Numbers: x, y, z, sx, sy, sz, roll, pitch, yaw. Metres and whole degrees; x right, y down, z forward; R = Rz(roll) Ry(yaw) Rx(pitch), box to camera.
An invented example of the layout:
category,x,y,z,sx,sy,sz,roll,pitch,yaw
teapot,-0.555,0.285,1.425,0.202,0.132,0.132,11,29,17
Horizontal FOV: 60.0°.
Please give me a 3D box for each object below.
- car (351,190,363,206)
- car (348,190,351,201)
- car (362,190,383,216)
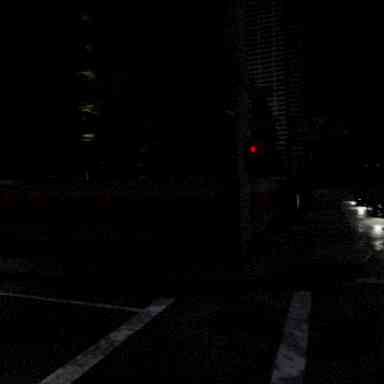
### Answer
category,x,y,z,sx,sy,sz,roll,pitch,yaw
car,17.470,0.607,33.440,1.837,1.490,4.892,-1,1,21
car,21.280,0.415,43.170,2.033,1.411,5.357,-1,1,22
car,13.696,0.812,23.735,1.882,1.535,5.008,-1,1,21
